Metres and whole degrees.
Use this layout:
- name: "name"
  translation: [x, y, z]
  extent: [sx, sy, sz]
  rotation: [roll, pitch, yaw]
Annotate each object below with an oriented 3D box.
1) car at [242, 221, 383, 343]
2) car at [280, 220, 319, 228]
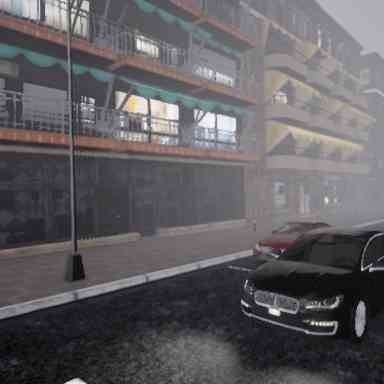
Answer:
- name: "car"
  translation: [2.942, 1.526, 6.677]
  extent: [4.892, 1.490, 1.837]
  rotation: [0, -1, -45]
- name: "car"
  translation: [3.747, 1.631, 11.241]
  extent: [1.802, 1.307, 4.206]
  rotation: [-2, -1, 44]
